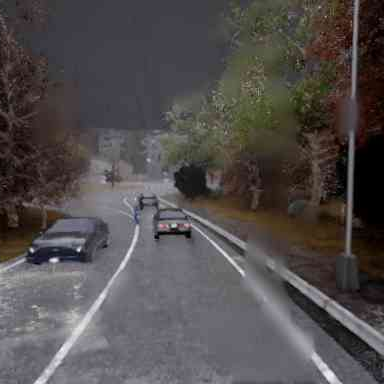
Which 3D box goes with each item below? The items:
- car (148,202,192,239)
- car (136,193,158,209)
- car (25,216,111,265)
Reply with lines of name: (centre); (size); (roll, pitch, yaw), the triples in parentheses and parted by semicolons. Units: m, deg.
car: (-1.150, 1.541, 17.619); (2.033, 1.411, 5.357); (-1, 1, -8)
car: (-4.671, 0.843, 34.550); (2.128, 1.511, 4.902); (-1, 4, -15)
car: (-4.246, 1.616, 12.376); (2.033, 1.411, 5.357); (0, 0, -5)
